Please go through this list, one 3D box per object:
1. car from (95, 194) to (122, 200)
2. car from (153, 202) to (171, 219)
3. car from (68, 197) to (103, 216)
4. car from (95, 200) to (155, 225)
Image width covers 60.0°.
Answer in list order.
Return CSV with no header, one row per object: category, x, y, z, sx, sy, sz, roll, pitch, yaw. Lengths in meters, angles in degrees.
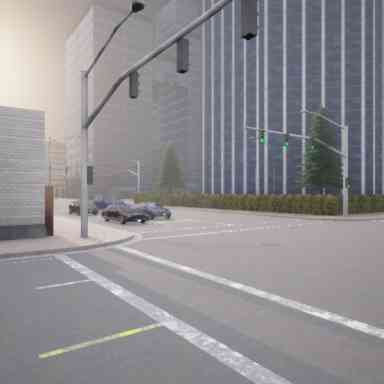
car,-9.296,1.277,36.987,2.150,2.045,5.566,0,0,-36
car,-3.626,1.581,29.119,1.812,1.442,4.674,0,0,-36
car,-10.922,1.558,33.249,1.837,1.490,4.892,0,1,-36
car,-5.218,1.603,25.304,2.033,1.411,5.357,0,0,-36
